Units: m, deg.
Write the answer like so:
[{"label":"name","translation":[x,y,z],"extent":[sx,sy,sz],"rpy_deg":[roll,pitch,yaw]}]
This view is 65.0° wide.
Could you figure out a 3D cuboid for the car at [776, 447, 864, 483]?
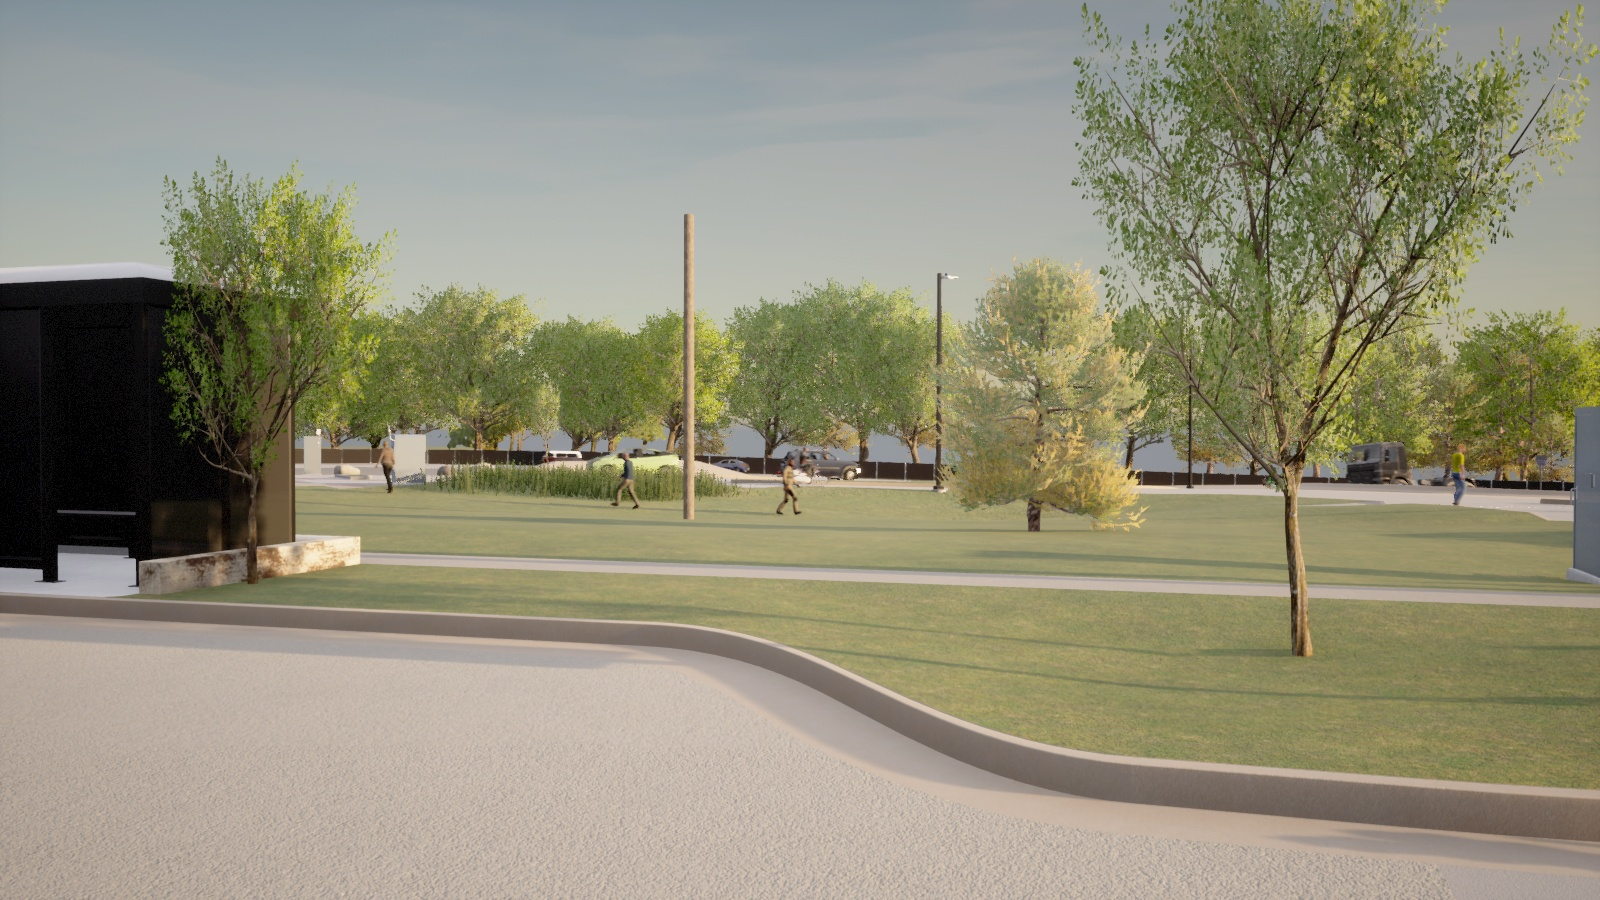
[{"label":"car","translation":[1.171,0.898,71.630],"extent":[4.605,1.855,1.932],"rpy_deg":[3,-2,-28]}]

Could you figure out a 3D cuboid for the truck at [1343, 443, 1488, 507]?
[{"label":"truck","translation":[37.239,1.584,76.044],"extent":[7.936,3.462,2.891],"rpy_deg":[2,-5,-17]}]

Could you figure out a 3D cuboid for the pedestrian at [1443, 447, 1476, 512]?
[{"label":"pedestrian","translation":[18.830,0.844,35.869],"extent":[0.706,1.836,0.354],"rpy_deg":[1,1,2]}]

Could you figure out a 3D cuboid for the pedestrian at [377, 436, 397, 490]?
[{"label":"pedestrian","translation":[-14.226,0.449,43.229],"extent":[0.634,1.846,0.331],"rpy_deg":[1,1,37]}]

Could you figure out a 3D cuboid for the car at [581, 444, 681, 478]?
[{"label":"car","translation":[-8.211,0.526,60.974],"extent":[4.514,1.525,2.007],"rpy_deg":[1,1,-18]}]

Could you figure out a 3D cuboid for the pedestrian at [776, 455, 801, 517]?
[{"label":"pedestrian","translation":[-0.355,1.135,39.541],"extent":[0.692,1.930,0.396],"rpy_deg":[1,1,16]}]

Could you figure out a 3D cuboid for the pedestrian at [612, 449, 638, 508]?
[{"label":"pedestrian","translation":[-5.555,0.901,39.904],"extent":[0.726,1.842,0.402],"rpy_deg":[1,1,17]}]

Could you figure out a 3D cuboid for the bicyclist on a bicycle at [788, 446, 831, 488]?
[{"label":"bicyclist on a bicycle","translation":[0.429,0.759,56.195],"extent":[1.843,1.776,0.659],"rpy_deg":[1,1,-2]}]
